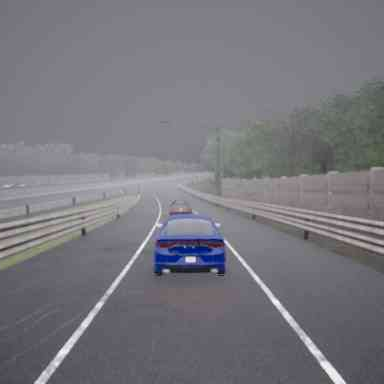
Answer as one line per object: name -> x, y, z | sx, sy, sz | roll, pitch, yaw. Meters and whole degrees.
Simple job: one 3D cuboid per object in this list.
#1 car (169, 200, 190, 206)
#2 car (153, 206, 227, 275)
car -> -1.073, 1.420, 29.495 | 1.994, 1.385, 4.181 | 0, 0, -4
car -> -0.098, 1.426, 10.332 | 1.882, 1.535, 5.008 | 0, 1, -1
